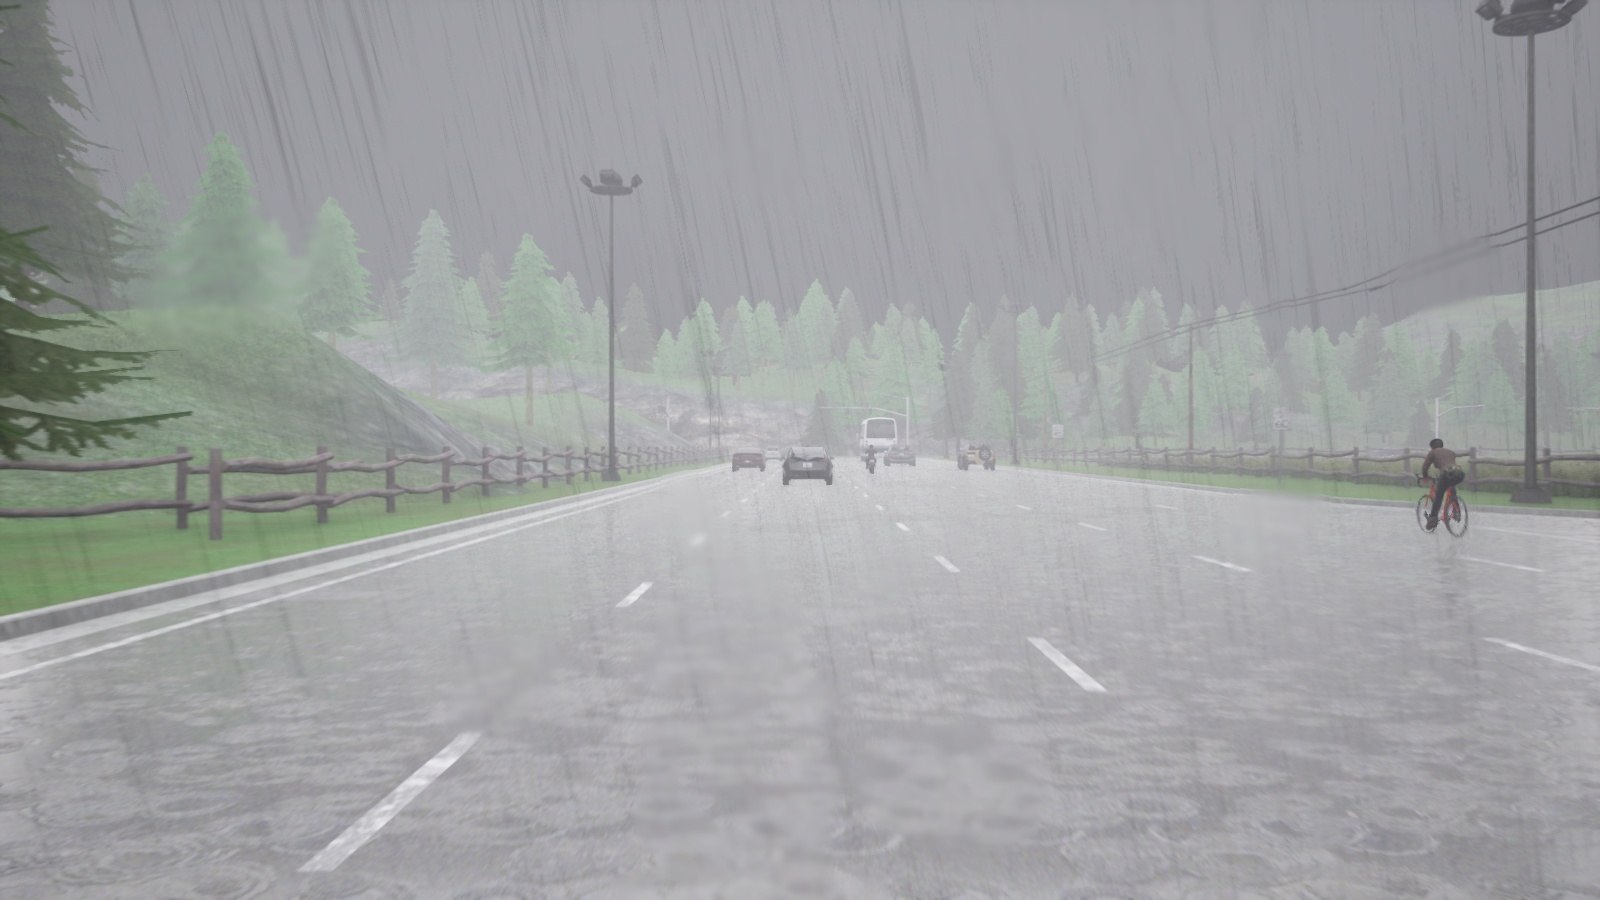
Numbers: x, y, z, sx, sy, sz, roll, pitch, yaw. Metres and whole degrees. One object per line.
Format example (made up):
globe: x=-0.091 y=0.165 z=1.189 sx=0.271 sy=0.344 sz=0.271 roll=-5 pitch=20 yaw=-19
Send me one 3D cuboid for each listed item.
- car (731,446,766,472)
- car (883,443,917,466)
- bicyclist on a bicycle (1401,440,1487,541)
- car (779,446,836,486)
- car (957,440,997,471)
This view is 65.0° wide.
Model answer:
car: x=-3.050 y=0.501 z=75.608 sx=1.882 sy=1.535 sz=5.008 roll=0 pitch=0 yaw=0
car: x=7.562 y=0.318 z=95.329 sx=2.242 sy=1.667 sz=4.611 roll=0 pitch=0 yaw=0
bicyclist on a bicycle: x=10.635 y=0.648 z=20.790 sx=0.582 sy=1.620 sz=1.656 roll=0 pitch=0 yaw=0
car: x=0.303 y=0.600 z=50.063 sx=2.163 sy=1.488 sz=4.792 roll=0 pitch=0 yaw=0
car: x=10.970 y=0.343 z=78.171 sx=1.932 sy=1.855 sz=4.605 roll=0 pitch=0 yaw=1
